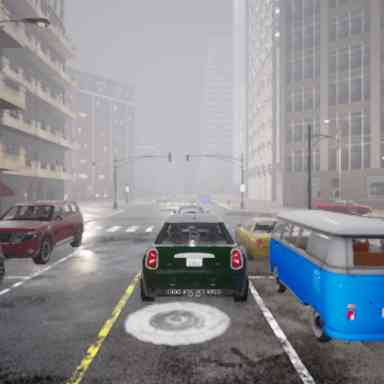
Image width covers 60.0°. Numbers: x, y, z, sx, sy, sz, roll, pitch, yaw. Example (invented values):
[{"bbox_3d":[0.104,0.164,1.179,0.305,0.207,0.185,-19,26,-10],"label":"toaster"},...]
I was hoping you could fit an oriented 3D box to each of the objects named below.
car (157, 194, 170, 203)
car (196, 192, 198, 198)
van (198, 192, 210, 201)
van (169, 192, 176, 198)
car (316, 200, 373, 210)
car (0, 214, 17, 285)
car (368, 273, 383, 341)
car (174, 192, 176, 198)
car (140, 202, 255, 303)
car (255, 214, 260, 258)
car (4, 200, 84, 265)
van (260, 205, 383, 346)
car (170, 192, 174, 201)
[{"bbox_3d":[-5.434,1.183,60.439,1.752,1.417,4.829,0,0,0],"label":"car"},{"bbox_3d":[2.401,1.115,82.834,1.887,1.381,4.507,0,0,0],"label":"car"},{"bbox_3d":[2.447,0.998,60.624,1.690,1.788,3.998,0,0,0],"label":"van"},{"bbox_3d":[-5.501,0.875,93.922,1.690,1.788,3.998,0,0,0],"label":"van"},{"bbox_3d":[11.827,1.323,26.875,4.718,1.301,1.895,0,0,40],"label":"car"},{"bbox_3d":[-5.322,1.398,6.072,1.967,1.590,4.097,0,0,0],"label":"car"},{"bbox_3d":[2.569,1.519,0.731,1.752,1.417,4.829,0,0,0],"label":"car"},{"bbox_3d":[-5.468,1.157,77.267,1.947,1.339,4.313,0,0,0],"label":"car"},{"bbox_3d":[0.048,1.296,8.248,2.097,1.767,4.553,0,0,0],"label":"car"},{"bbox_3d":[2.546,1.446,11.801,1.752,1.417,4.829,0,0,0],"label":"car"},{"bbox_3d":[-5.332,1.237,11.607,2.192,1.841,5.009,0,0,0],"label":"car"},{"bbox_3d":[2.559,1.299,6.093,1.690,1.788,3.998,0,0,0],"label":"van"},{"bbox_3d":[-5.456,1.052,71.714,1.967,1.590,4.097,0,0,0],"label":"car"}]
